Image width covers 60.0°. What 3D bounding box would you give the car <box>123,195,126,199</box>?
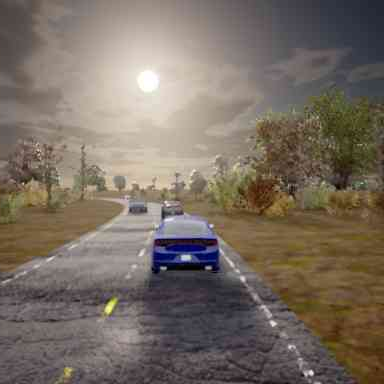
[{"bbox_3d":[-15.167,1.258,77.695,1.812,1.442,4.674,0,0,-17],"label":"car"}]

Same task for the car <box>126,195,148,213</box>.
[{"bbox_3d":[-6.115,1.415,37.948,2.097,1.767,4.553,0,0,-9],"label":"car"}]

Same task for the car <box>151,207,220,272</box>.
[{"bbox_3d":[-0.255,1.496,10.869,1.882,1.535,5.008,0,0,-3],"label":"car"}]

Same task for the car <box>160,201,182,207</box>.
[{"bbox_3d":[-1.898,1.541,30.604,2.128,1.511,4.902,0,0,-7],"label":"car"}]
